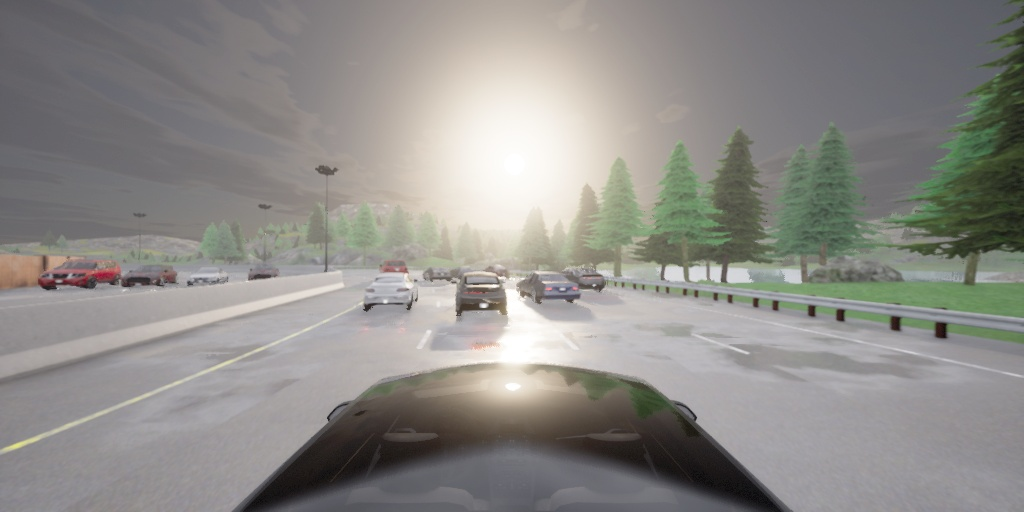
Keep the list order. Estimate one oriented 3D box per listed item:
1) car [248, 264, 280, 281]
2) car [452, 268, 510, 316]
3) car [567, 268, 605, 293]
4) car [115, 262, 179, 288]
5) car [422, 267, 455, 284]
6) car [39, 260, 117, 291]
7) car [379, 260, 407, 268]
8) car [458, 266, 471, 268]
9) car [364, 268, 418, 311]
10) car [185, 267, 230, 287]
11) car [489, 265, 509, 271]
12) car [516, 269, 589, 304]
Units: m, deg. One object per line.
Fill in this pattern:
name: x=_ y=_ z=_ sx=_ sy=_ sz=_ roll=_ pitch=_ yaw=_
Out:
car: x=-22.512 y=1.506 z=32.722 sx=2.097 sy=1.767 sz=4.553 roll=0 pitch=-1 yaw=-30
car: x=-1.333 y=1.409 z=14.339 sx=1.837 sy=1.490 sz=4.892 roll=0 pitch=0 yaw=-9
car: x=4.017 y=1.484 z=22.522 sx=2.128 sy=1.511 sz=4.902 roll=0 pitch=-1 yaw=-14
car: x=-27.706 y=1.452 z=27.601 sx=2.097 sy=1.767 sz=4.553 roll=0 pitch=-1 yaw=-27
car: x=-7.070 y=1.688 z=33.470 sx=2.033 sy=1.411 sz=5.357 roll=0 pitch=-1 yaw=-24
car: x=-30.584 y=1.303 z=25.729 sx=2.150 sy=2.045 sz=5.566 roll=1 pitch=-1 yaw=-26
car: x=-11.552 y=1.387 z=34.809 sx=2.150 sy=2.045 sz=5.566 roll=0 pitch=-1 yaw=-26
car: x=-5.081 y=1.747 z=37.292 sx=1.994 sy=1.385 sz=4.181 roll=0 pitch=-1 yaw=-25
car: x=-5.128 y=1.448 z=15.522 sx=1.812 sy=1.442 sz=4.674 roll=0 pitch=0 yaw=-11
car: x=-24.524 y=1.639 z=29.110 sx=1.812 sy=1.442 sz=4.674 roll=0 pitch=-1 yaw=-27
car: x=-1.814 y=1.720 z=38.581 sx=1.812 sy=1.442 sz=4.674 roll=0 pitch=-1 yaw=-25
car: x=1.625 y=1.486 z=17.699 sx=2.033 sy=1.411 sz=5.357 roll=0 pitch=-1 yaw=-12
